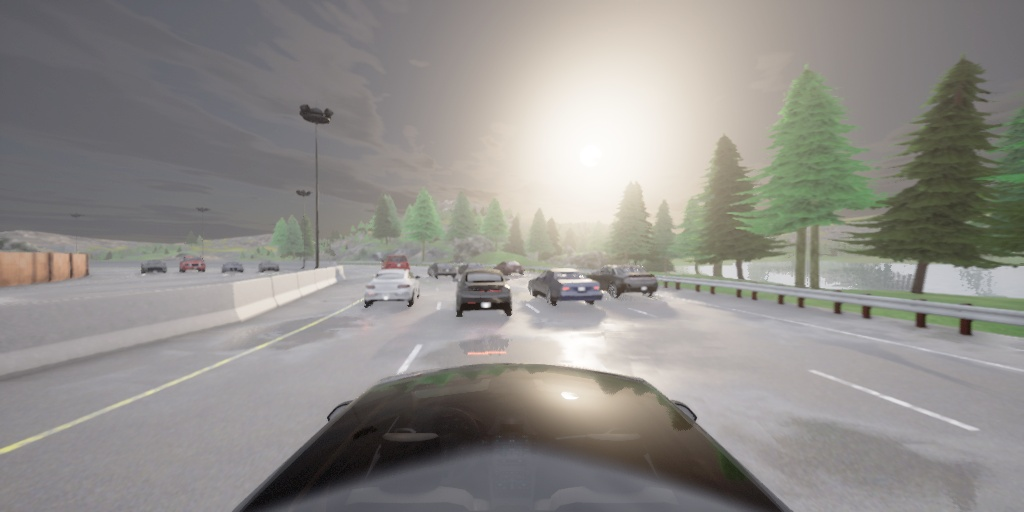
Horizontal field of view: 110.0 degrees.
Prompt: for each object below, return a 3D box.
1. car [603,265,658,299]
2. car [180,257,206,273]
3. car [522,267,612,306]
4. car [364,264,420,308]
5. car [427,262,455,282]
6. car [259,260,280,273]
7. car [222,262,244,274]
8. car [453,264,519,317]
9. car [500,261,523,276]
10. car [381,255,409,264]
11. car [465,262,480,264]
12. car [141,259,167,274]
[{"bbox_3d":[5.172,1.174,17.659,2.128,1.511,4.902,0,0,-11],"label":"car"},{"bbox_3d":[-41.183,1.091,46.231,5.566,2.045,2.150,0,0,43],"label":"car"},{"bbox_3d":[2.120,1.251,15.616,2.033,1.411,5.357,0,0,-10],"label":"car"},{"bbox_3d":[-4.995,1.270,15.281,1.812,1.442,4.674,0,0,-11],"label":"car"},{"bbox_3d":[-6.337,1.258,32.175,2.033,1.411,5.357,0,0,-23],"label":"car"},{"bbox_3d":[-30.130,1.317,44.487,1.837,1.490,4.892,0,0,-40],"label":"car"},{"bbox_3d":[-33.744,1.399,43.360,1.994,1.385,4.181,0,0,-40],"label":"car"},{"bbox_3d":[-1.115,1.233,13.263,1.837,1.490,4.892,0,0,-8],"label":"car"},{"bbox_3d":[-0.383,1.194,35.767,1.812,1.442,4.674,0,0,-23],"label":"car"},{"bbox_3d":[-11.336,0.953,34.758,2.150,2.045,5.566,0,0,-25],"label":"car"},{"bbox_3d":[-3.916,1.253,35.082,1.994,1.385,4.181,0,0,-23],"label":"car"},{"bbox_3d":[-43.468,1.239,43.549,4.553,1.767,2.097,0,0,43],"label":"car"}]
